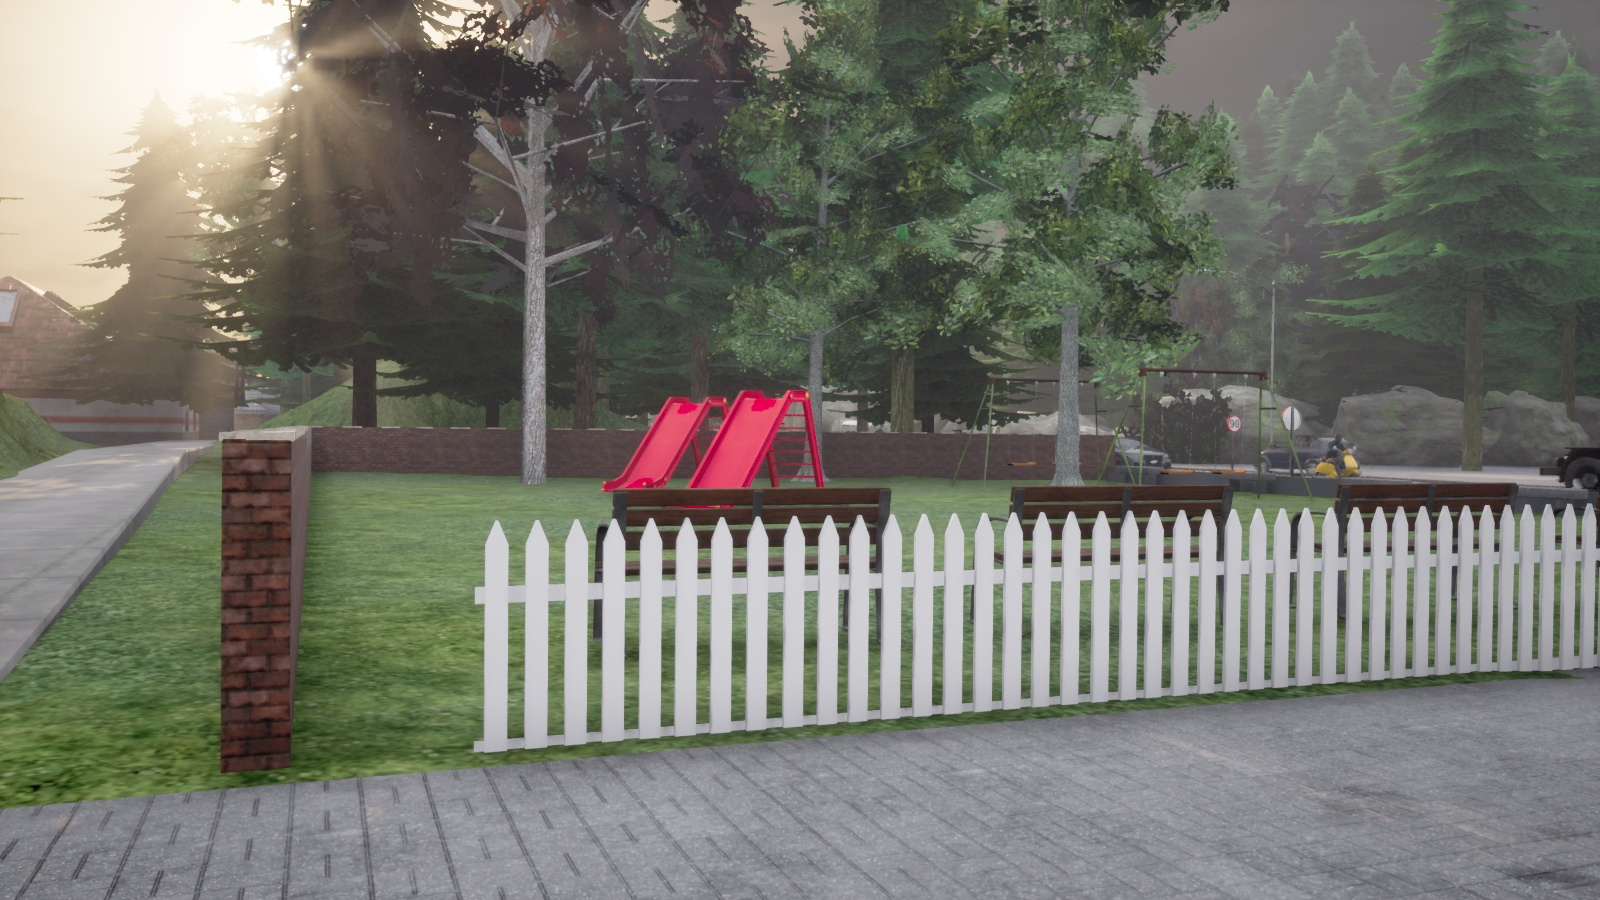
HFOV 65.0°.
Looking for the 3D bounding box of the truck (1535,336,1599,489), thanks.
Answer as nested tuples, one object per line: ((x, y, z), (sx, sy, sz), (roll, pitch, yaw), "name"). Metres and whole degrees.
((20.274, -0.838, 26.713), (2.891, 3.462, 7.936), (-1, 1, -21), "truck")

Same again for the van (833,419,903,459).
((3.725, -0.671, 69.945), (2.069, 2.038, 4.480), (-1, 3, -24), "van")

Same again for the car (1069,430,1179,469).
((12.249, -0.047, 47.739), (1.994, 1.385, 4.181), (-1, 1, -21), "car")

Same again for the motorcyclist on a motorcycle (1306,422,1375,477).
((16.139, -0.034, 37.565), (0.866, 1.590, 1.817), (-1, 1, -21), "motorcyclist on a motorcycle")

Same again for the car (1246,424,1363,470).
((17.797, -0.139, 44.424), (1.789, 1.549, 3.705), (-1, 1, -21), "car")
